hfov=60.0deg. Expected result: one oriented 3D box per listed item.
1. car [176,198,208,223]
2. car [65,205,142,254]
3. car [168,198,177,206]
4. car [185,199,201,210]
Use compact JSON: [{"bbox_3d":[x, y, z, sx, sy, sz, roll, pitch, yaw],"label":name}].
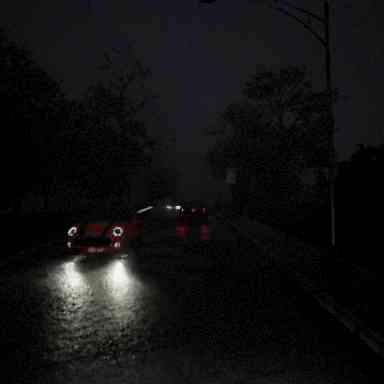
[{"bbox_3d":[0.101,1.360,26.100,2.097,1.767,4.553,0,0,0],"label":"car"},{"bbox_3d":[-3.349,1.358,13.370,2.097,1.767,4.553,0,0,0],"label":"car"},{"bbox_3d":[-2.789,1.623,54.590,1.895,1.301,4.718,0,0,6],"label":"car"},{"bbox_3d":[0.126,1.574,42.925,1.994,1.385,4.181,0,0,1],"label":"car"}]
